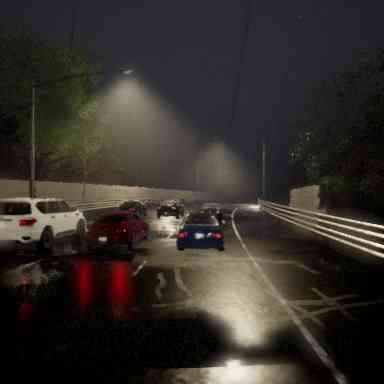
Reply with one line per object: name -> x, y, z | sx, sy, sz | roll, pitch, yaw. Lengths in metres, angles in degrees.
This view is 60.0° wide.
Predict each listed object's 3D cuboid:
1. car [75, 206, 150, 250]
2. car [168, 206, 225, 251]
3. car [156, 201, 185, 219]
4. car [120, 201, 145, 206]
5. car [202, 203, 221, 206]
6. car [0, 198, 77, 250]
car -> -3.073, 1.531, 14.266 | 1.812, 1.442, 4.674 | 0, 0, 3
car -> 0.421, 1.562, 14.061 | 2.033, 1.411, 5.357 | 0, 0, 3
car -> -1.784, 1.492, 28.900 | 2.128, 1.511, 4.902 | 0, 0, 7
car -> -5.260, 1.528, 29.308 | 1.812, 1.442, 4.674 | 0, 0, 7
car -> 1.695, 1.616, 28.520 | 1.895, 1.301, 4.718 | 0, 0, 7
car -> -6.565, 1.255, 14.500 | 2.150, 2.045, 5.566 | 0, 0, 3
